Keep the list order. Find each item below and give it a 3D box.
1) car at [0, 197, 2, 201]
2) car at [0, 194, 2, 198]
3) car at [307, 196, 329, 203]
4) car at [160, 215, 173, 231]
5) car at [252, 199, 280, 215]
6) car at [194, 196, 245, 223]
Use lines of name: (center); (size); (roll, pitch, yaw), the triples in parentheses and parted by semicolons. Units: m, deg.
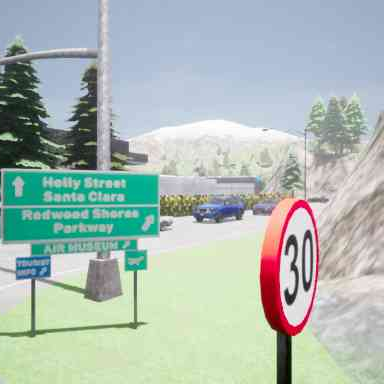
car: (-12.436, 1.505, 26.016); (1.905, 1.878, 3.866); (0, 0, 35)
car: (-38.765, 1.489, 69.883); (4.514, 1.523, 2.007); (0, 0, 35)
car: (28.278, 1.717, 74.712); (2.128, 1.511, 4.902); (0, 0, -42)
car: (-3.277, 1.792, 20.032); (1.895, 1.301, 4.718); (0, 0, 36)
car: (8.316, 1.544, 36.049); (2.097, 1.767, 4.553); (0, 0, 36)
car: (2.405, 1.413, 27.890); (2.150, 2.045, 5.566); (0, 0, 36)
